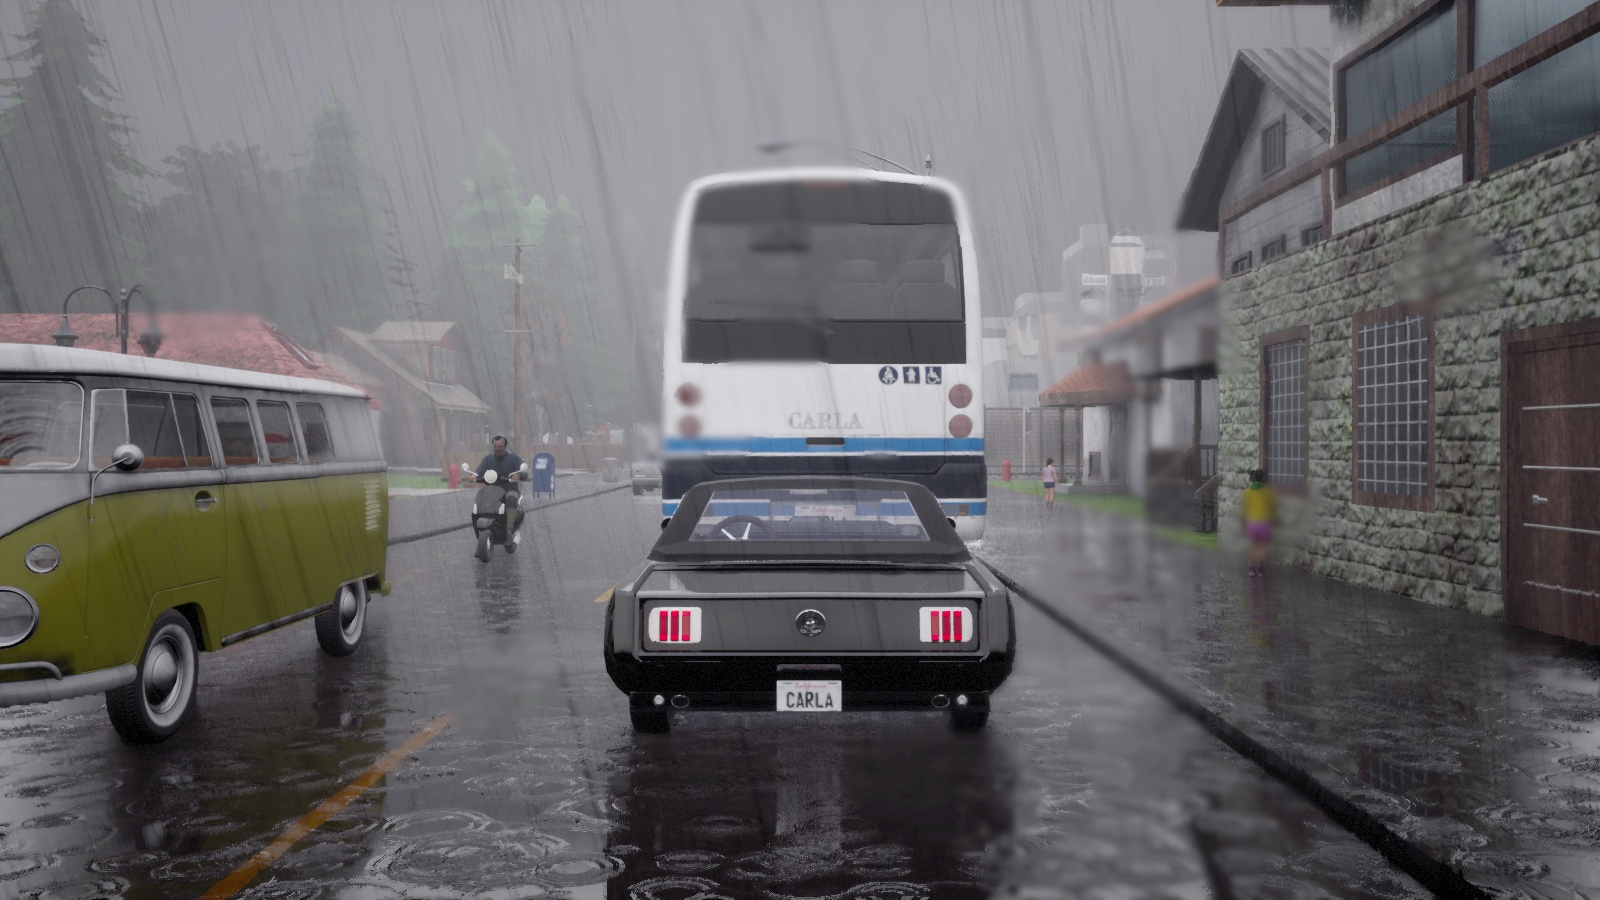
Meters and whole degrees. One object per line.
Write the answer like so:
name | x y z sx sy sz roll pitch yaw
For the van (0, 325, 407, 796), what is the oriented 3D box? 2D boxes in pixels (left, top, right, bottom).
van | -3.948 0.454 7.526 1.775 1.987 4.442 0 0 0

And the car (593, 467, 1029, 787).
car | 0.053 0.803 7.818 1.895 1.301 4.718 0 0 0

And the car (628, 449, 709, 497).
car | -3.815 0.634 37.185 1.895 1.301 4.718 0 0 0

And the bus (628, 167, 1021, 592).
bus | 0.139 -0.730 17.748 3.944 4.253 10.273 0 0 -1

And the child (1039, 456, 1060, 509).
child | 5.320 0.690 26.738 0.394 1.110 0.255 0 0 -42

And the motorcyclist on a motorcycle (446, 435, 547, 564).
motorcyclist on a motorcycle | -3.907 0.605 16.322 0.866 1.590 1.817 0 0 0

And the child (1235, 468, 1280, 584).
child | 4.711 0.767 12.925 0.299 1.160 0.473 0 0 39
